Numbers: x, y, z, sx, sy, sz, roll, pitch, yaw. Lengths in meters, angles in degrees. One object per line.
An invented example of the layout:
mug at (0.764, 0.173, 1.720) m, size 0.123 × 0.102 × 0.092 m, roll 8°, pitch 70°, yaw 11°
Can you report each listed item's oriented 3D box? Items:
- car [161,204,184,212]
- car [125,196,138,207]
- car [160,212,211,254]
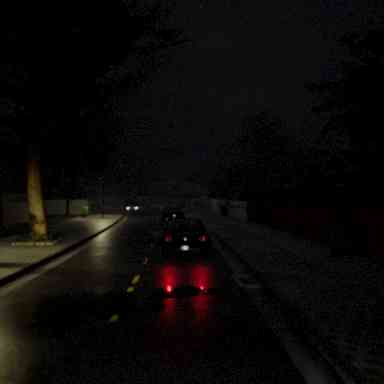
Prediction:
car at (-1.743, 1.774, 29.591) m, size 1.882 × 1.535 × 5.008 m, roll 0°, pitch 0°, yaw -7°
car at (-12.401, 1.893, 67.395) m, size 2.150 × 2.045 × 5.566 m, roll 0°, pitch -1°, yaw -16°
car at (-0.367, 1.743, 14.219) m, size 1.895 × 1.301 × 4.718 m, roll 0°, pitch -1°, yaw -3°
